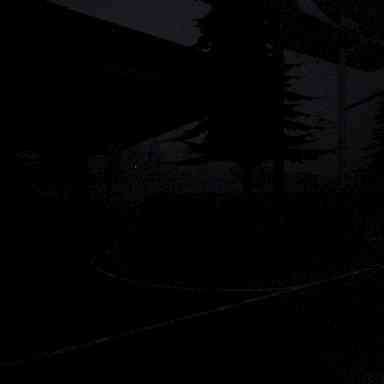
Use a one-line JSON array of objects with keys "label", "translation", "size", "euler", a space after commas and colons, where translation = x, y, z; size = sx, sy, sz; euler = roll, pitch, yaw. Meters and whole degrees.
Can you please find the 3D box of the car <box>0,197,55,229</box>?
[{"label": "car", "translation": [-11.876, 1.313, 23.538], "size": [3.866, 1.878, 1.905], "euler": [0, 0, -36]}]
